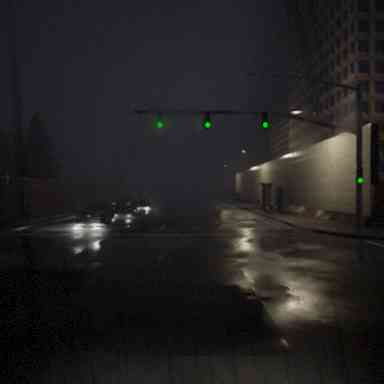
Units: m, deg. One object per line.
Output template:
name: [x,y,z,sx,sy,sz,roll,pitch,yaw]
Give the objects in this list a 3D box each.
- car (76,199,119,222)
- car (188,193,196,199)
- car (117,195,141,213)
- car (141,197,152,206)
car: [-7.095,1.449,24.768,1.994,1.385,4.181,0,0,0]
car: [0.016,1.011,93.659,2.128,1.511,4.902,0,0,0]
car: [-7.090,1.202,35.171,2.097,1.767,4.553,0,0,0]
car: [-7.075,1.405,48.602,1.895,1.301,4.718,0,0,0]
